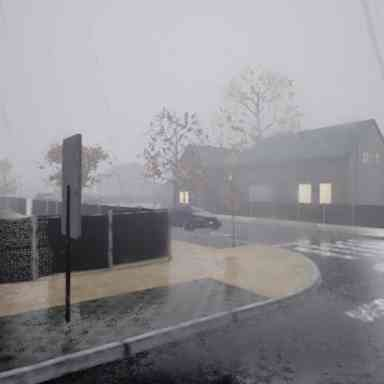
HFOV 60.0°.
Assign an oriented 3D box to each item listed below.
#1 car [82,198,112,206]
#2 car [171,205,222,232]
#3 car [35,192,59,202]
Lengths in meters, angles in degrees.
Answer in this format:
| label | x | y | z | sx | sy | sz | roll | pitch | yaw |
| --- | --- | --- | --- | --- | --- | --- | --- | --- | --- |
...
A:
| label | x | y | z | sx | sy | sz | roll | pitch | yaw |
| --- | --- | --- | --- | --- | --- | --- | --- | --- | --- |
| car | -8.995 | 1.331 | 31.090 | 2.128 | 1.511 | 4.902 | 1 | 0 | -37 |
| car | -0.175 | 1.473 | 19.457 | 1.994 | 1.385 | 4.181 | 1 | 0 | -37 |
| car | -20.152 | 1.075 | 45.951 | 2.150 | 2.045 | 5.566 | 1 | 0 | -37 |
